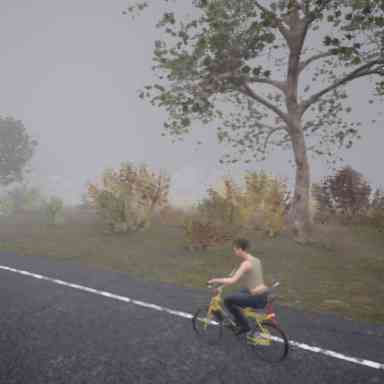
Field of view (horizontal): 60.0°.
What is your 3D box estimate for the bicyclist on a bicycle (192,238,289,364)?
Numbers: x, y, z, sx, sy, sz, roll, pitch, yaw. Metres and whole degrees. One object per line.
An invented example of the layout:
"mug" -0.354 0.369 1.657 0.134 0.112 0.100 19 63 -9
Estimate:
"bicyclist on a bicycle" 0.617 1.443 4.637 1.509 1.612 0.866 0 0 35
